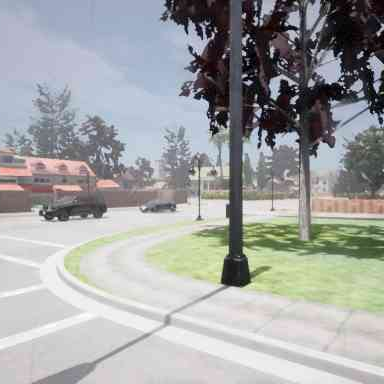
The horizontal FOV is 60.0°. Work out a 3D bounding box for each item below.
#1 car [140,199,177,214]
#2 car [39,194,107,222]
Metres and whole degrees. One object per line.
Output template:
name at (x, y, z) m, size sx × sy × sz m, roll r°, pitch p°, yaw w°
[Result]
car at (-3.587, 1.492, 36.016) m, size 2.128 × 1.511 × 4.902 m, roll 0°, pitch 0°, yaw 34°
car at (-9.536, 1.222, 27.239) m, size 2.150 × 2.045 × 5.566 m, roll 0°, pitch 0°, yaw 35°
